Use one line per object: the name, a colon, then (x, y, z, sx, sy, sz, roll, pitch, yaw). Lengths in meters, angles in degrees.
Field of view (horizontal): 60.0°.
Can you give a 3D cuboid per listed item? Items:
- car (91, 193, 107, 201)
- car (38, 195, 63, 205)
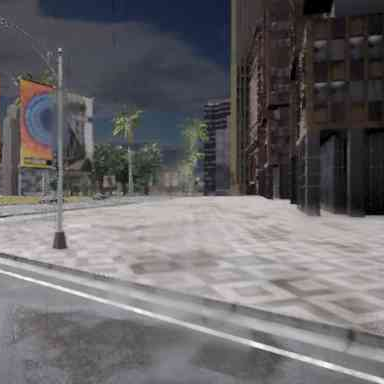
car: (-19.148, 1.017, 68.765, 1.837, 1.490, 4.892, 0, 1, 10)
car: (-22.351, 1.198, 52.845, 1.812, 1.442, 4.674, 0, 1, 13)
